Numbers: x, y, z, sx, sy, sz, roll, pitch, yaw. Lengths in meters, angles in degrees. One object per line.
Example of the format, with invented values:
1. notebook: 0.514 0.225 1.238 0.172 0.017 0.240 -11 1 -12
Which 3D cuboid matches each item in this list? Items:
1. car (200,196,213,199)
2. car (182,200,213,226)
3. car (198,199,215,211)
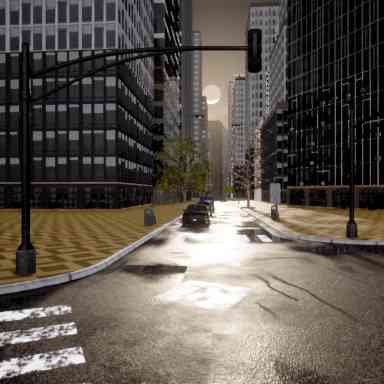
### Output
1. car: 2.030 1.554 45.963 2.150 2.045 5.566 0 0 5
2. car: 0.388 1.654 25.148 1.882 1.535 5.008 0 0 5
3. car: 1.193 1.777 35.336 1.812 1.442 4.674 0 0 5
